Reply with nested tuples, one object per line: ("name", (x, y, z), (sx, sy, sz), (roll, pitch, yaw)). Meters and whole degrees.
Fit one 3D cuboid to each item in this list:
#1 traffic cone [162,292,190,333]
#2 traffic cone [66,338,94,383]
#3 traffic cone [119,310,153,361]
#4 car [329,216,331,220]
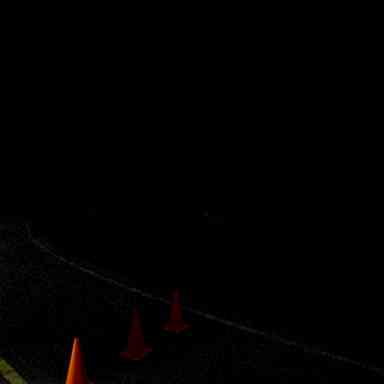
("traffic cone", (-0.256, 1.931, 5.451), (0.340, 0.580, 0.340), (1, 1, 31))
("traffic cone", (-1.295, 1.945, 3.750), (0.340, 0.580, 0.340), (1, 1, 31))
("traffic cone", (-0.776, 1.938, 4.601), (0.340, 0.580, 0.340), (1, 1, 32))
("car", (35.622, 6.632, 82.737), (1.851, 1.617, 3.988), (-4, -3, 4))
